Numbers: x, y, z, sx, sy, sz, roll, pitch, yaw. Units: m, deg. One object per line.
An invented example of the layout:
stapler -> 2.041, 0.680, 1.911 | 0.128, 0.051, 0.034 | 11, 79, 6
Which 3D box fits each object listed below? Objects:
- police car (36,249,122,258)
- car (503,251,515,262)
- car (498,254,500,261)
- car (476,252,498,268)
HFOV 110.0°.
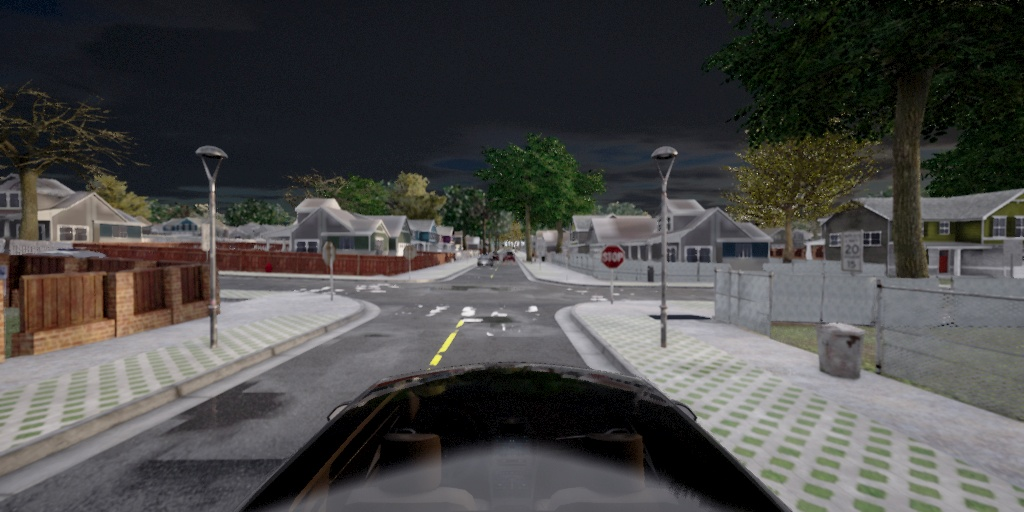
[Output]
police car -> -20.339, 0.476, 16.898 | 4.974, 1.542, 2.038 | 2, 1, 0
car -> -0.518, 0.054, 61.711 | 2.097, 1.767, 4.553 | 0, 1, 0
car -> -3.304, -0.002, 64.104 | 2.097, 1.767, 4.553 | 0, 2, 0
car -> -3.195, 0.583, 43.673 | 2.128, 1.511, 4.902 | 0, 1, 0
